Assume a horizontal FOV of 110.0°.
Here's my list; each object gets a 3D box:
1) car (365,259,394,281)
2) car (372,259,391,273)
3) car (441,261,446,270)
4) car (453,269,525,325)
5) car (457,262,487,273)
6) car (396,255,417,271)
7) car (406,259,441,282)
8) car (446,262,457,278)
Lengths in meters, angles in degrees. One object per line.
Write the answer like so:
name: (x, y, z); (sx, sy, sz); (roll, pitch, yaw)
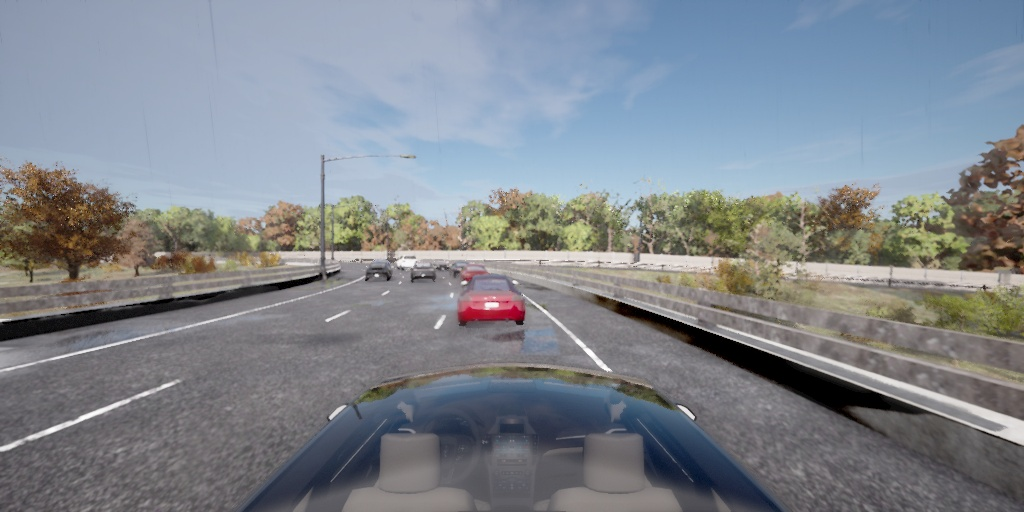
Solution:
car: (-11.031, 1.228, 29.901); (1.837, 1.490, 4.892); (0, 0, -15)
car: (-16.233, 1.186, 44.419); (1.882, 1.535, 5.008); (0, -1, -24)
car: (-9.355, 1.303, 46.190); (1.895, 1.301, 4.718); (0, 0, -22)
car: (-0.720, 1.303, 11.787); (1.994, 1.385, 4.181); (0, 0, -5)
car: (-2.536, 1.250, 24.019); (1.812, 1.442, 4.674); (0, 0, -11)
car: (-14.289, 0.913, 48.757); (2.150, 2.045, 5.566); (0, -1, -26)
car: (-7.057, 1.215, 28.593); (2.128, 1.511, 4.902); (0, 0, -14)
car: (-4.770, 1.240, 33.346); (1.812, 1.442, 4.674); (0, 0, -16)
